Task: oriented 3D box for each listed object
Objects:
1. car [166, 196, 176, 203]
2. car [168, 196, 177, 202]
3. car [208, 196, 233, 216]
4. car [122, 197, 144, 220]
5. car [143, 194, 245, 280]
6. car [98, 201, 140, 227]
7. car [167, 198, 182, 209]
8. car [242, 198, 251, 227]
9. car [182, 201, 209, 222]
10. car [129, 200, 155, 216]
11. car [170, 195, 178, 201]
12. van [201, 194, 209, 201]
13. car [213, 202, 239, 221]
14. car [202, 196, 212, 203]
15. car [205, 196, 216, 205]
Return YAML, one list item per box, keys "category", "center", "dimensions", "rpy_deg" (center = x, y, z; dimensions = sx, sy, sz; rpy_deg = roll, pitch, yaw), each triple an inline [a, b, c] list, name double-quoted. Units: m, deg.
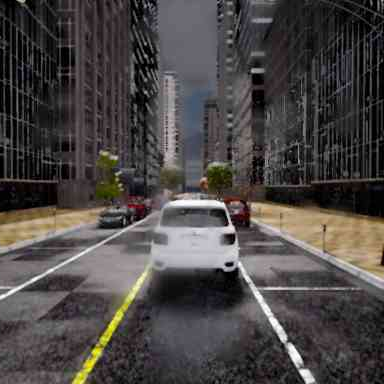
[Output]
- category: "car"
  center: [-4.665, 1.652, 73.518]
  dimensions: [1.802, 1.307, 4.206]
  rpy_deg: [-1, 0, 1]
- category: "car"
  center: [-4.617, 1.622, 79.168]
  dimensions: [1.887, 1.381, 4.507]
  rpy_deg: [-1, 0, 1]
- category: "car"
  center: [2.821, 1.341, 33.939]
  dimensions: [2.192, 1.841, 5.009]
  rpy_deg: [-1, 0, 1]
- category: "car"
  center: [-5.077, 1.334, 28.332]
  dimensions: [2.192, 1.841, 5.009]
  rpy_deg: [-1, 0, 1]
- category: "car"
  center: [0.131, 1.230, 10.156]
  dimensions: [2.150, 2.045, 5.566]
  rpy_deg: [0, 0, 2]
- category: "car"
  center: [-5.125, 1.565, 22.683]
  dimensions: [2.008, 1.369, 4.403]
  rpy_deg: [-1, 0, 1]
- category: "car"
  center: [-2.420, 1.564, 46.823]
  dimensions: [1.812, 1.442, 4.674]
  rpy_deg: [0, 0, 1]
- category: "car"
  center: [2.719, 1.331, 22.642]
  dimensions: [2.192, 1.841, 5.009]
  rpy_deg: [-1, 0, 1]
- category: "car"
  center: [0.313, 1.567, 27.583]
  dimensions: [2.033, 1.411, 5.357]
  rpy_deg: [0, 0, 1]
- category: "car"
  center: [-5.023, 1.575, 33.980]
  dimensions: [2.008, 1.369, 4.403]
  rpy_deg: [-1, 0, 1]
- category: "car"
  center: [-4.565, 1.525, 84.815]
  dimensions: [1.967, 1.590, 4.097]
  rpy_deg: [-1, 0, 1]
- category: "van"
  center: [3.314, 1.428, 84.775]
  dimensions: [1.690, 1.788, 3.998]
  rpy_deg: [-1, 0, 1]
- category: "car"
  center: [2.774, 1.603, 28.290]
  dimensions: [1.802, 1.307, 4.206]
  rpy_deg: [-1, 0, 1]
- category: "car"
  center: [3.215, 1.622, 73.478]
  dimensions: [2.008, 1.369, 4.403]
  rpy_deg: [-1, 0, 1]
- category: "car"
  center: [3.287, 1.560, 59.863]
  dimensions: [1.837, 1.490, 4.892]
  rpy_deg: [0, 0, 1]
